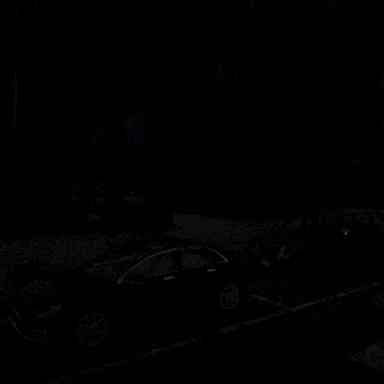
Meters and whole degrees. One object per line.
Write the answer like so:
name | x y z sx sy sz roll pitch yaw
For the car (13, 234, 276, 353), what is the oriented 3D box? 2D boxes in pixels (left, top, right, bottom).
car | -0.783 1.577 6.090 4.403 1.369 2.008 1 0 -36

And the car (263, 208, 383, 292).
car | 3.786 1.396 9.349 5.009 1.841 2.192 1 0 -36
